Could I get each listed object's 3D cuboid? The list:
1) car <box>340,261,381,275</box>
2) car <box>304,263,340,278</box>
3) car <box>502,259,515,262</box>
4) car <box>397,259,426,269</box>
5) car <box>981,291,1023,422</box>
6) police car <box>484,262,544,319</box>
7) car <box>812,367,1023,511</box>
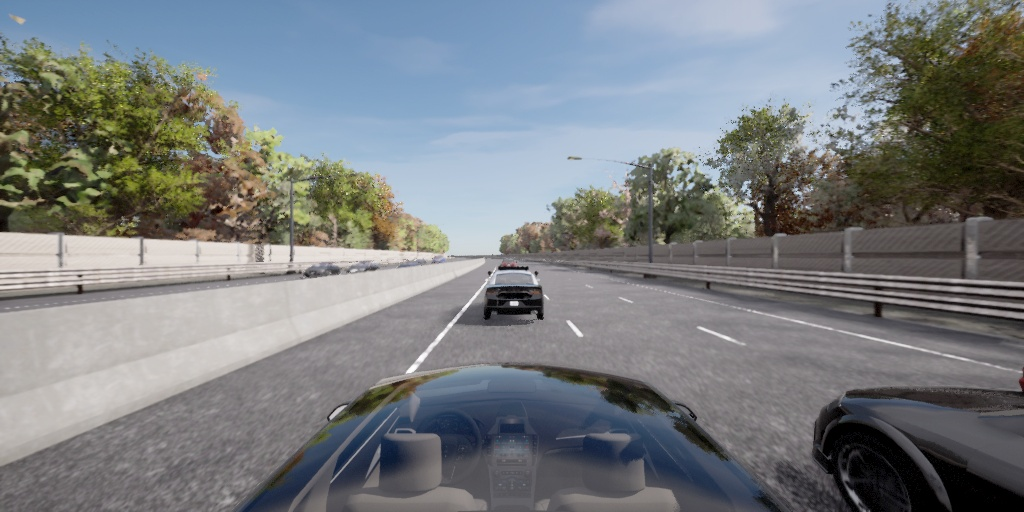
[{"bbox_3d":[-14.442,1.254,35.095,2.128,1.511,4.902,0,0,-1],"label":"car"},{"bbox_3d":[-17.925,1.326,34.200,1.994,1.385,4.181,0,0,-1],"label":"car"},{"bbox_3d":[-0.421,1.118,43.046,2.097,1.767,4.553,0,0,-1],"label":"car"},{"bbox_3d":[-11.015,1.327,38.752,1.994,1.385,4.181,0,0,-1],"label":"car"},{"bbox_3d":[7.091,1.226,2.192,1.882,1.535,5.008,0,0,0],"label":"car"},{"bbox_3d":[0.046,1.179,13.018,1.930,1.638,5.238,0,0,0],"label":"police car"},{"bbox_3d":[3.591,1.313,1.355,1.994,1.385,4.181,0,0,0],"label":"car"}]
